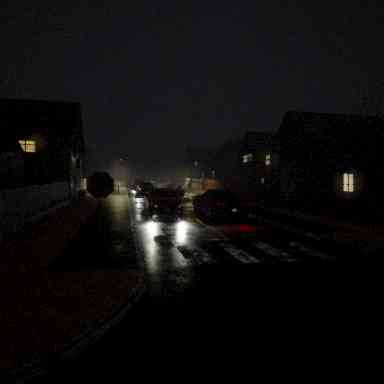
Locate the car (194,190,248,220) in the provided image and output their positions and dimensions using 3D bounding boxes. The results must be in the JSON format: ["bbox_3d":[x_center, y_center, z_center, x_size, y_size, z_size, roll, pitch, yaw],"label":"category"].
[{"bbox_3d":[1.476,0.598,18.800,1.882,1.535,5.008,0,3,-14],"label":"car"}]

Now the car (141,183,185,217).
[{"bbox_3d":[-1.731,0.503,19.457,1.882,1.535,5.008,0,3,-12],"label":"car"}]

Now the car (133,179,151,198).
[{"bbox_3d":[-4.733,-0.260,33.813,1.837,1.490,4.892,0,3,-12],"label":"car"}]

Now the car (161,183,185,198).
[{"bbox_3d":[-2.077,-0.173,34.980,1.895,1.301,4.718,1,3,-12],"label":"car"}]
